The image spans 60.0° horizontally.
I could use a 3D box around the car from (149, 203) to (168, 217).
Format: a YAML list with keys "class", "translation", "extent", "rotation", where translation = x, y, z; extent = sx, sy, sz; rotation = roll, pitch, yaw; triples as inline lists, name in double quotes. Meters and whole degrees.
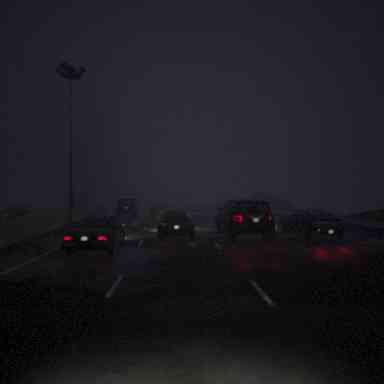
- class: "car"
  translation: [-3.608, 1.890, 36.475]
  extent: [1.882, 1.535, 5.008]
  rotation: [0, -1, -11]

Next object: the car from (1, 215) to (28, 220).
- class: "car"
  translation: [-17.246, 1.929, 32.339]
  extent: [2.128, 1.511, 4.902]
  rotation: [0, -1, -11]

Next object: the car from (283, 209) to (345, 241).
- class: "car"
  translation: [6.184, 1.652, 17.708]
  extent: [2.128, 1.511, 4.902]
  rotation: [0, -1, -5]

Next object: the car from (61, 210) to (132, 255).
- class: "car"
  translation: [-4.014, 1.723, 14.275]
  extent: [2.033, 1.411, 5.357]
  rotation: [0, -1, -5]

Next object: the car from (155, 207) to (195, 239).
- class: "car"
  translation: [-0.971, 1.774, 18.873]
  extent: [1.994, 1.385, 4.181]
  rotation: [0, -1, -6]

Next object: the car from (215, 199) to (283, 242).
- class: "car"
  translation: [2.685, 1.401, 17.833]
  extent: [2.150, 2.045, 5.566]
  rotation: [0, -1, -5]

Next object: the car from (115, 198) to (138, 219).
- class: "car"
  translation: [-6.711, 1.625, 34.227]
  extent: [2.150, 2.045, 5.566]
  rotation: [0, -1, -11]
